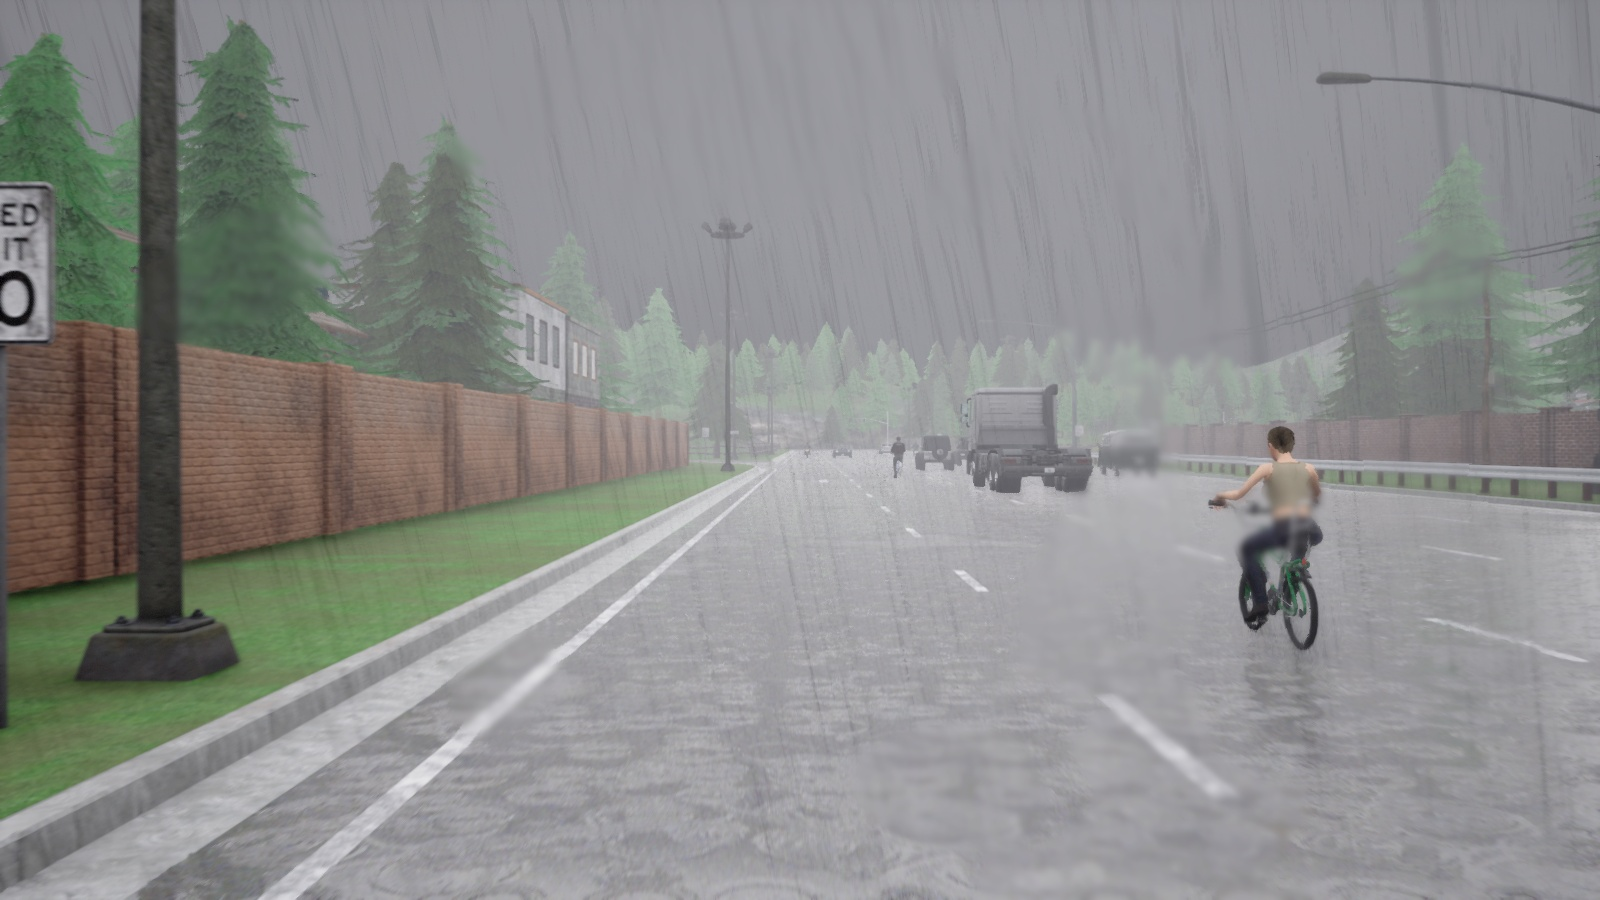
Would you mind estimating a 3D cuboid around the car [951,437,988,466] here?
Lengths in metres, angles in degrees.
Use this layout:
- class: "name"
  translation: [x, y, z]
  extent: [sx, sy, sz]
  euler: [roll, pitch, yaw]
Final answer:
- class: "car"
  translation: [10.978, 0.091, 81.697]
  extent: [1.905, 1.878, 3.866]
  euler: [0, 0, 0]

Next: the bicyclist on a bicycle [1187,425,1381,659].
- class: "bicyclist on a bicycle"
  translation: [3.573, 0.633, 9.425]
  extent: [0.866, 1.612, 1.509]
  euler: [0, 0, 0]

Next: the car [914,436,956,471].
- class: "car"
  translation: [7.406, 0.160, 69.076]
  extent: [1.905, 1.878, 3.866]
  euler: [0, 0, 0]

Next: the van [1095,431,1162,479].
- class: "van"
  translation: [14.327, 0.201, 54.973]
  extent: [1.775, 1.987, 4.442]
  euler: [0, 0, 0]

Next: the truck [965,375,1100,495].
- class: "truck"
  translation: [7.245, -0.457, 40.322]
  extent: [2.891, 3.462, 7.936]
  euler: [0, 0, 0]
